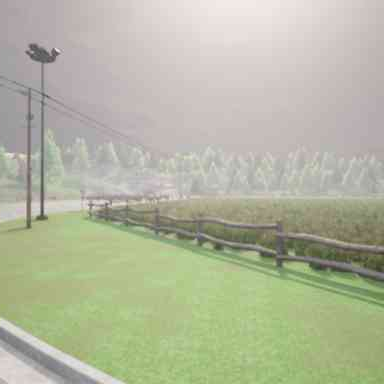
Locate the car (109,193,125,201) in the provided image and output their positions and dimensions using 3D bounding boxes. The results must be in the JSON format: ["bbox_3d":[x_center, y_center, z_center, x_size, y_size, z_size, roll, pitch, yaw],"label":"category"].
[{"bbox_3d":[-15.490,1.132,71.536,1.837,1.490,4.892,0,0,10],"label":"car"}]

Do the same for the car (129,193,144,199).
[{"bbox_3d":[-13.662,0.994,81.794,2.033,1.411,5.357,0,0,10],"label":"car"}]

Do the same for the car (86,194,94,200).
[{"bbox_3d":[-22.017,1.151,74.815,1.994,1.385,4.181,0,0,10],"label":"car"}]

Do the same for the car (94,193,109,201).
[{"bbox_3d":[-18.851,0.966,72.623,2.097,1.767,4.553,0,0,10],"label":"car"}]

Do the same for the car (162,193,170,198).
[{"bbox_3d":[-6.771,1.020,80.567,1.812,1.442,4.674,0,0,10],"label":"car"}]

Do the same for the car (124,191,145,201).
[{"bbox_3d":[-12.044,1.130,70.922,1.882,1.535,5.008,0,0,10],"label":"car"}]

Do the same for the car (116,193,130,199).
[{"bbox_3d":[-17.108,0.986,82.408,1.994,1.385,4.181,0,0,10],"label":"car"}]

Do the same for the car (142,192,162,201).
[{"bbox_3d":[-8.502,1.198,70.856,1.812,1.442,4.674,0,0,10],"label":"car"}]
